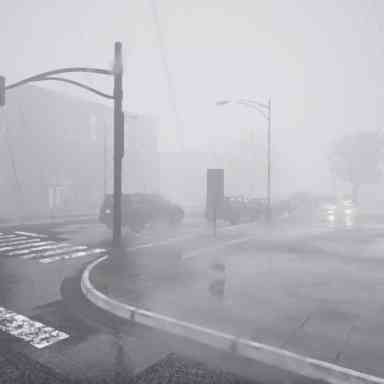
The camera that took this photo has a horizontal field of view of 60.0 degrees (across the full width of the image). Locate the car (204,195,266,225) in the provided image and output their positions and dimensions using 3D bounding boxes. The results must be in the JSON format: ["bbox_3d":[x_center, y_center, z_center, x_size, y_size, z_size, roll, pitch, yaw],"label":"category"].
[{"bbox_3d":[2.732,1.093,22.157,2.192,1.841,5.009,1,2,35],"label":"car"}]

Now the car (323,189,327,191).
[{"bbox_3d":[27.377,0.465,72.494,1.967,1.590,4.097,1,2,35],"label":"car"}]

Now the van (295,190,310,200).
[{"bbox_3d":[21.069,0.504,63.376,1.690,1.788,3.998,1,2,35],"label":"van"}]

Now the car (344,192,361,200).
[{"bbox_3d":[27.965,0.788,58.623,2.008,1.369,4.403,1,2,35],"label":"car"}]

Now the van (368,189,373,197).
[{"bbox_3d":[40.585,0.301,76.849,1.690,1.788,3.998,1,2,35],"label":"van"}]

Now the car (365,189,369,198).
[{"bbox_3d":[34.371,0.622,67.877,1.752,1.417,4.829,1,2,35],"label":"car"}]

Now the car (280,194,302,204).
[{"bbox_3d":[14.823,0.971,49.650,1.895,1.301,4.718,1,1,35],"label":"car"}]

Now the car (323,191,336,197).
[{"bbox_3d":[33.684,0.437,81.612,2.008,1.369,4.403,2,2,35],"label":"car"}]

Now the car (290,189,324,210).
[{"bbox_3d":[12.196,0.892,35.831,2.192,1.841,5.009,1,2,35],"label":"car"}]

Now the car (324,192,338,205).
[{"bbox_3d":[18.502,1.008,44.951,1.947,1.339,4.313,1,2,35],"label":"car"}]

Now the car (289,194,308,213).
[{"bbox_3d":[9.039,1.195,31.278,2.008,1.369,4.403,1,2,35],"label":"car"}]

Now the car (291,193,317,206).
[{"bbox_3d":[15.046,0.924,44.604,1.882,1.535,5.008,1,1,35],"label":"car"}]

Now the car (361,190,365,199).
[{"bbox_3d":[31.119,0.750,63.181,1.802,1.307,4.206,1,2,35],"label":"car"}]

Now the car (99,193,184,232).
[{"bbox_3d":[-2.708,1.044,19.043,2.150,2.045,5.566,1,1,35],"label":"car"}]

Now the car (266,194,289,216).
[{"bbox_3d":[5.885,1.152,26.717,1.967,1.590,4.097,1,2,35],"label":"car"}]

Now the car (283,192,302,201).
[{"bbox_3d":[17.816,0.759,58.683,1.752,1.417,4.829,1,2,35],"label":"car"}]

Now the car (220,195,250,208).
[{"bbox_3d":[5.295,1.069,40.594,1.947,1.339,4.313,1,2,35],"label":"car"}]
